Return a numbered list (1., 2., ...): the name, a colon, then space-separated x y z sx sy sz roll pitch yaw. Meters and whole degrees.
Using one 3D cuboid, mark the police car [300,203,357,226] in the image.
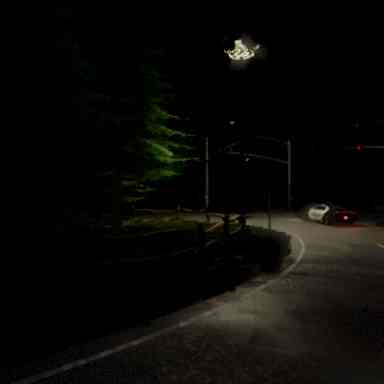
1. police car: 10.022 1.609 25.049 2.038 1.542 4.974 0 0 -11
